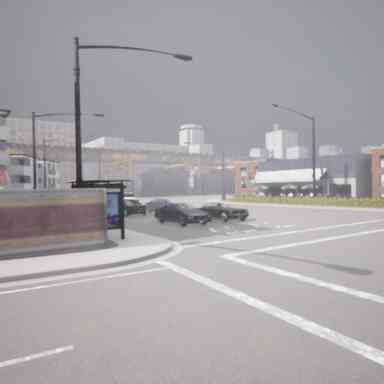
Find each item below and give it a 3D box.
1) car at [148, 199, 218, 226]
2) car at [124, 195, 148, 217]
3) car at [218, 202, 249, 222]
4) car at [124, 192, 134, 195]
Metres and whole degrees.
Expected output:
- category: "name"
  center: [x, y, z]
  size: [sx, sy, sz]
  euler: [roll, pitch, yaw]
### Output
- category: "car"
  center: [-0.811, 1.483, 23.120]
  size: [2.033, 1.411, 5.357]
  euler: [-2, 1, -32]
- category: "car"
  center: [-5.957, 1.404, 31.414]
  size: [1.882, 1.535, 5.008]
  euler: [-2, 1, -31]
- category: "car"
  center: [2.129, 1.457, 25.025]
  size: [1.895, 1.301, 4.718]
  euler: [-2, 1, -32]
- category: "car"
  center: [-8.389, 1.051, 42.384]
  size: [2.150, 2.045, 5.566]
  euler: [-1, 1, -27]
